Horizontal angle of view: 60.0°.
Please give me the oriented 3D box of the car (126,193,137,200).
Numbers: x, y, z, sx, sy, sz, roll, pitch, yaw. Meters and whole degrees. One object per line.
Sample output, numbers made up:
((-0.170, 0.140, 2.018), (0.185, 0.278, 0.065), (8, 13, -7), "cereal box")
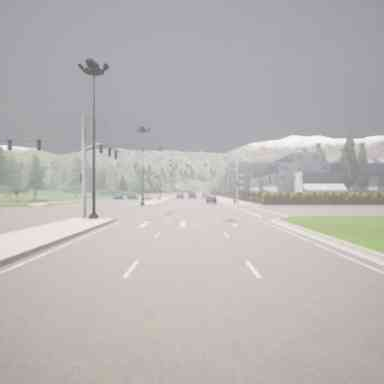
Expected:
((-14.982, 1.103, 82.996), (2.097, 1.767, 4.553), (0, 0, 0), "car")

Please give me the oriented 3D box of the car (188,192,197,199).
((0.070, 0.940, 91.004), (2.150, 2.045, 5.566), (0, 0, 0), "car")

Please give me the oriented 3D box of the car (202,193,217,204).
((3.493, 1.308, 60.423), (2.128, 1.511, 4.902), (0, 0, 0), "car")

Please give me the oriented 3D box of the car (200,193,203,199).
((3.574, 1.066, 91.641), (2.097, 1.767, 4.553), (0, 0, 0), "car")

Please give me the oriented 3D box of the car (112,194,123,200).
((-18.482, 1.225, 82.989), (1.882, 1.535, 5.008), (0, 0, 0), "car")

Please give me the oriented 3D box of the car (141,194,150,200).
((-11.482, 1.272, 82.944), (1.812, 1.442, 4.674), (0, 0, 0), "car")

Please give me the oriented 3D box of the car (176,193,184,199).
((-3.427, 1.254, 91.414), (2.033, 1.411, 5.357), (0, 0, 0), "car")
